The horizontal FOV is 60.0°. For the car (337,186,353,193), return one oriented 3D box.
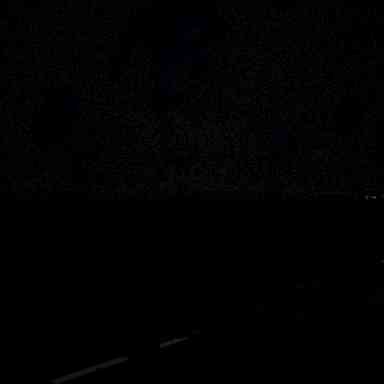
[{"bbox_3d":[37.724,-0.630,82.015,1.882,1.535,5.008,0,2,-6],"label":"car"}]

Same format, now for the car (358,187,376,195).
[{"bbox_3d":[34.475,-0.170,65.553,1.882,1.535,5.008,0,2,6],"label":"car"}]
